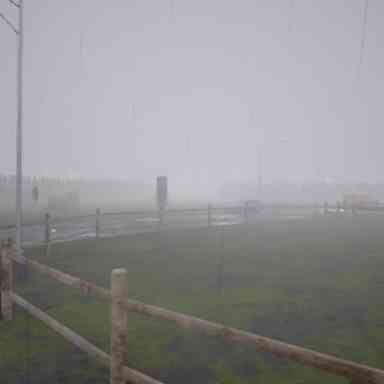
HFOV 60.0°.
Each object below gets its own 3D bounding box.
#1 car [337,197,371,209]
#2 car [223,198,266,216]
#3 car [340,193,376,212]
[{"bbox_3d":[21.785,1.440,44.585,4.902,1.511,2.128,0,1,-37],"label":"car"},{"bbox_3d":[4.939,1.365,30.831,4.892,1.490,1.837,0,1,-42],"label":"car"},{"bbox_3d":[20.006,1.198,39.647,5.566,2.045,2.150,0,1,-38],"label":"car"}]
